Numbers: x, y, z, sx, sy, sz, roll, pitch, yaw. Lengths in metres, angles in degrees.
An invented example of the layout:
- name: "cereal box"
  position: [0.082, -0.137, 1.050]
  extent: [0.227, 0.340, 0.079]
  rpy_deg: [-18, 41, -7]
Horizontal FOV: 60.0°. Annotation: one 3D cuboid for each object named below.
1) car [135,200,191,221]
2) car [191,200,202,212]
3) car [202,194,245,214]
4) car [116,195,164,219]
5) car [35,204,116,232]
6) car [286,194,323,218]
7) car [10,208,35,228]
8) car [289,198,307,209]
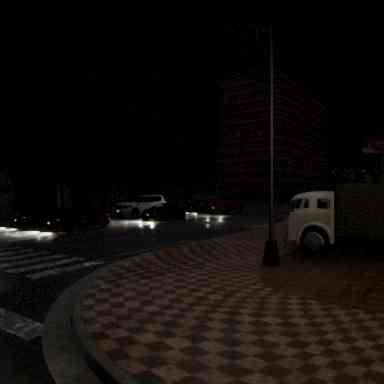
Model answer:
- name: "car"
  position: [-2.317, 1.619, 27.747]
  extent: [1.994, 1.385, 4.181]
  rpy_deg: [0, 0, 36]
- name: "car"
  position: [1.158, 1.619, 38.552]
  extent: [1.994, 1.385, 4.181]
  rpy_deg: [0, 0, 37]
- name: "car"
  position: [3.800, 1.276, 36.253]
  extent: [2.150, 2.045, 5.566]
  rpy_deg: [0, 0, 36]
- name: "car"
  position: [-4.678, 1.276, 30.480]
  extent: [2.150, 2.045, 5.566]
  rpy_deg: [0, 0, 36]
- name: "car"
  position: [-7.203, 1.619, 20.923]
  extent: [1.994, 1.385, 4.181]
  rpy_deg: [0, 0, 34]
- name: "car"
  position: [11.881, 1.407, 35.212]
  extent: [2.097, 1.767, 4.553]
  rpy_deg: [0, 0, 36]
- name: "car"
  position: [-10.119, 1.619, 22.877]
  extent: [1.994, 1.385, 4.181]
  rpy_deg: [0, 0, 36]
- name: "car"
  position: [14.996, 1.581, 46.821]
  extent: [1.812, 1.442, 4.674]
  rpy_deg: [0, 0, 26]
